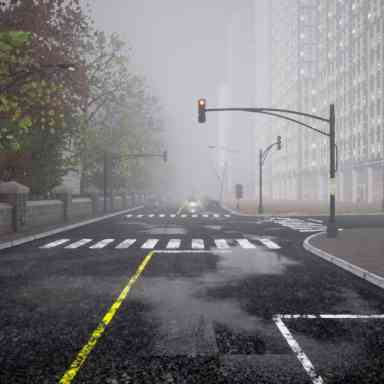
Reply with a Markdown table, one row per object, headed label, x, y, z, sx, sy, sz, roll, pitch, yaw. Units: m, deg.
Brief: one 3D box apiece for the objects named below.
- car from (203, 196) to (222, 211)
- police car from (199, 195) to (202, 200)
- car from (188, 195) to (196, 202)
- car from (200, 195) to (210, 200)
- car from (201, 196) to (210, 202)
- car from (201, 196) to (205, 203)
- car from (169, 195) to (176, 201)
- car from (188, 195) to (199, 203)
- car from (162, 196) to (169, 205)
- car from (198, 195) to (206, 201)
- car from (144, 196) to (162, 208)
| label | x | y | z | sx | sy | sz | roll | pitch | yaw |
| --- | --- | --- | --- | --- | --- | --- | --- | --- | --- |
| car | 2.689 | 1.587 | 41.506 | 1.947 | 1.339 | 4.313 | 0 | 0 | 0 |
| police car | 3.132 | 1.478 | 69.928 | 1.930 | 1.638 | 5.238 | 0 | 0 | 0 |
| car | -0.004 | 1.570 | 80.044 | 1.837 | 1.490 | 4.892 | 0 | 0 | 0 |
| car | 2.689 | 1.597 | 52.771 | 1.947 | 1.339 | 4.313 | 0 | 0 | 0 |
| car | 3.146 | 1.590 | 76.818 | 1.812 | 1.442 | 4.674 | 0 | 0 | 0 |
| car | 2.689 | 1.592 | 47.139 | 1.947 | 1.339 | 4.313 | 0 | 0 | 0 |
| car | -5.692 | 1.626 | 86.565 | 1.887 | 1.381 | 4.507 | 0 | 0 | 0 |
| car | 0.042 | 1.566 | 71.027 | 2.128 | 1.511 | 4.902 | 0 | 0 | 0 |
| car | -5.691 | 1.478 | 58.404 | 1.967 | 1.590 | 4.097 | 0 | 0 | 0 |
| car | 2.688 | 1.642 | 92.197 | 2.008 | 1.369 | 4.403 | 0 | 0 | 0 |
| car | -5.691 | 1.608 | 47.138 | 1.802 | 1.307 | 4.206 | 0 | 0 | 0 |
